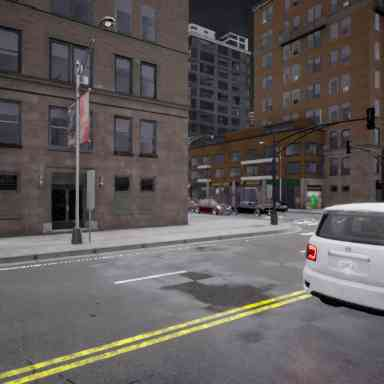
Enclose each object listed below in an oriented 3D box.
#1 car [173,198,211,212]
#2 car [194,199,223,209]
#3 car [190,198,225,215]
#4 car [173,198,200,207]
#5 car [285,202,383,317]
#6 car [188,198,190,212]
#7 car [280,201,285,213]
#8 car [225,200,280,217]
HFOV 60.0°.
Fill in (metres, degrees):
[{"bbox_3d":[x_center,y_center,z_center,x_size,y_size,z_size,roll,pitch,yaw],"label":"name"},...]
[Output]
[{"bbox_3d":[-0.062,1.481,39.739,2.128,1.511,4.902,0,0,-35],"label":"car"},{"bbox_3d":[2.270,1.593,45.943,1.802,1.307,4.206,0,0,-35],"label":"car"},{"bbox_3d":[2.086,1.422,32.311,1.967,1.590,4.097,0,0,-35],"label":"car"},{"bbox_3d":[-0.913,1.577,50.441,1.947,1.339,4.313,0,0,-35],"label":"car"},{"bbox_3d":[4.603,1.222,6.732,5.566,2.045,2.150,0,0,-36],"label":"car"},{"bbox_3d":[-1.097,1.420,36.809,1.967,1.590,4.097,0,0,-35],"label":"car"},{"bbox_3d":[8.637,1.579,36.945,1.947,1.339,4.313,0,0,-35],"label":"car"},{"bbox_3d":[5.677,1.594,31.627,1.895,1.301,4.718,0,0,-35],"label":"car"}]
